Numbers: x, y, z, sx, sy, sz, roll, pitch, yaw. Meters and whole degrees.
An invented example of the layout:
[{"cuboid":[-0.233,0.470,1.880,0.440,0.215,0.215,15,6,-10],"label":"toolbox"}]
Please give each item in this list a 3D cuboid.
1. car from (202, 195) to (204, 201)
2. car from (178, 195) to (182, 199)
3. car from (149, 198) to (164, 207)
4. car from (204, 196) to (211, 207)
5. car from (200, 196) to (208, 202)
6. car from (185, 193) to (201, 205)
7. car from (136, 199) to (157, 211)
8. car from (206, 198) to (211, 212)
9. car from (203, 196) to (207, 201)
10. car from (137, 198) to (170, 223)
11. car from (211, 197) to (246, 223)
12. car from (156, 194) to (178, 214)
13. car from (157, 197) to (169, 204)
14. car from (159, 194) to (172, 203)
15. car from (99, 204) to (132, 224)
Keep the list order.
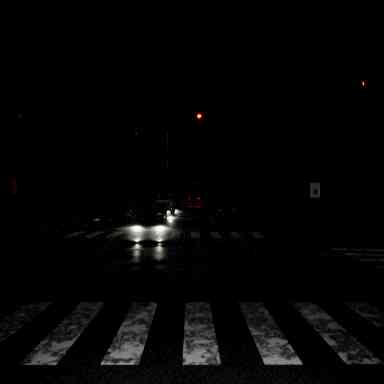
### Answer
[{"cuboid":[2.989,1.481,52.449,1.967,1.590,4.097,0,0,0],"label":"car"},{"cuboid":[-2.891,1.525,46.108,2.128,1.511,4.902,0,0,0],"label":"car"},{"cuboid":[-5.536,1.622,52.480,1.802,1.307,4.206,0,0,0],"label":"car"},{"cuboid":[2.941,1.579,41.536,2.008,1.369,4.403,0,0,0],"label":"car"},{"cuboid":[2.684,1.573,75.824,1.837,1.490,4.892,0,0,0],"label":"car"},{"cuboid":[0.357,1.270,59.370,2.150,2.045,5.566,0,0,0],"label":"car"},{"cuboid":[-5.584,1.579,41.566,2.008,1.369,4.403,0,0,0],"label":"car"},{"cuboid":[2.917,1.588,36.080,1.947,1.339,4.313,0,0,0],"label":"car"},{"cuboid":[2.965,1.585,46.993,2.008,1.369,4.403,0,0,0],"label":"car"},{"cuboid":[-2.992,1.489,25.598,1.882,1.535,5.008,0,0,0],"label":"car"},{"cuboid":[2.869,1.326,25.168,2.192,1.841,5.009,0,0,0],"label":"car"},{"cuboid":[-2.946,1.243,35.664,2.150,2.045,5.566,0,0,0],"label":"car"},{"cuboid":[-5.488,1.635,63.394,1.802,1.307,4.206,0,0,0],"label":"car"},{"cuboid":[-5.464,1.374,68.852,2.192,1.841,5.009,0,0,0],"label":"car"},{"cuboid":[-5.656,1.576,25.196,1.947,1.339,4.313,0,0,0],"label":"car"}]
